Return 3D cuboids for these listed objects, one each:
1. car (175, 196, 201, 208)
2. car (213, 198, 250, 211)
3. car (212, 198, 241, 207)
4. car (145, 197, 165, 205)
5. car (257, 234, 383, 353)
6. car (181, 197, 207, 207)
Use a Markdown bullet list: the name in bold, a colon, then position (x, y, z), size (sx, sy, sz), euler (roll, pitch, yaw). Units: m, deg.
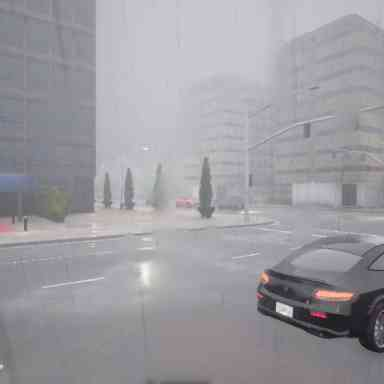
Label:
- **car**: position (-0.467, 1.352, 47.548), size (2.097, 1.767, 4.553), euler (0, 0, -35)
- **car**: position (4.916, 1.564, 39.870), size (1.994, 1.385, 4.181), euler (0, 0, -35)
- **car**: position (5.288, 1.601, 51.874), size (1.895, 1.301, 4.718), euler (0, 0, -35)
- **car**: position (-6.161, 1.564, 55.686), size (1.994, 1.385, 4.181), euler (0, 0, -35)
- **car**: position (3.210, 1.526, 6.110), size (4.674, 1.442, 1.812), euler (0, 0, -35)
- **car**: position (0.298, 1.564, 52.894), size (1.994, 1.385, 4.181), euler (0, 0, -35)
